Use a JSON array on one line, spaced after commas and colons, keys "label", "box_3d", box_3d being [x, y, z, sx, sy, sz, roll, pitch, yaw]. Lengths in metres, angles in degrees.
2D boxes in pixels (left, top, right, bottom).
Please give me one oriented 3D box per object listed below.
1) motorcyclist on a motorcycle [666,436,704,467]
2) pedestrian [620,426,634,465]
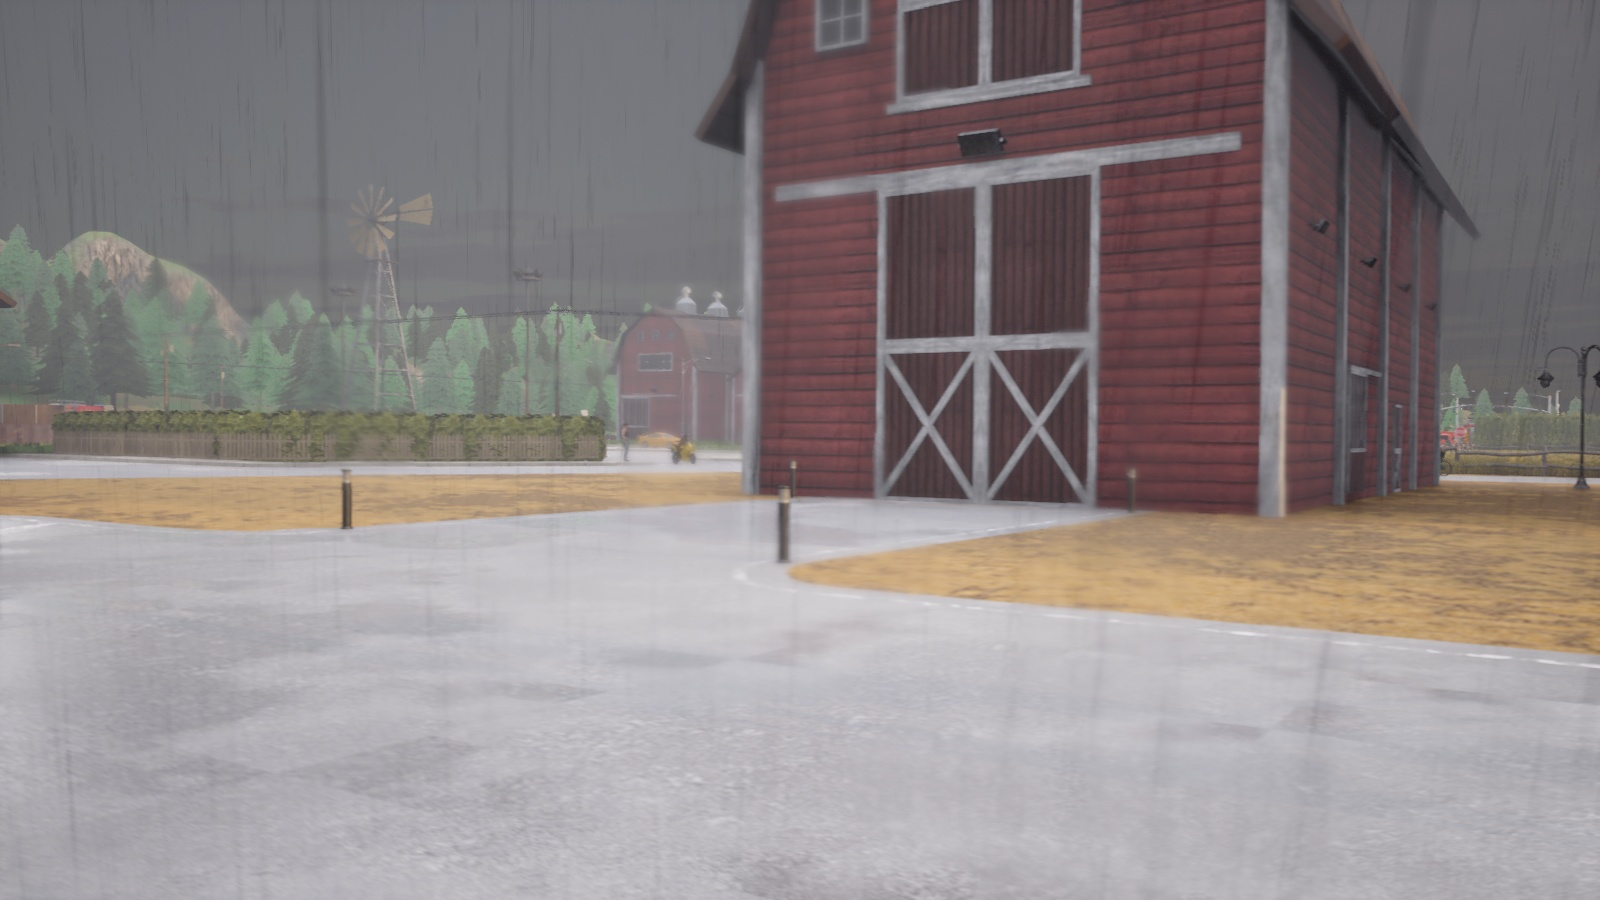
[{"label": "motorcyclist on a motorcycle", "box_3d": [-5.660, 0.063, 61.665, 0.797, 1.523, 2.044, -1, 1, -42]}, {"label": "pedestrian", "box_3d": [-8.278, -0.218, 60.038, 0.594, 1.836, 0.345, 0, 1, 11]}]
